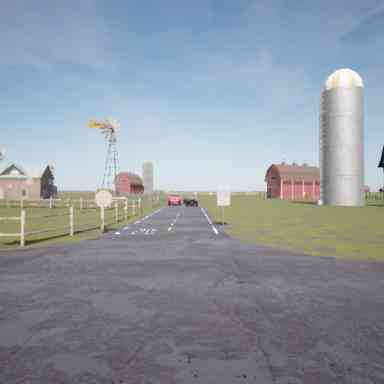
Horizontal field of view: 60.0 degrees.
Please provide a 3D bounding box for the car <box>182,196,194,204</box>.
[{"bbox_3d":[-0.735,1.498,64.102,1.882,1.535,5.008,0,0,-6],"label":"car"}]

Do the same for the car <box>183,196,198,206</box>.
[{"bbox_3d":[-0.068,1.504,53.992,1.882,1.535,5.008,0,0,-2],"label":"car"}]

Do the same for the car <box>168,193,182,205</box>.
[{"bbox_3d":[-3.006,1.245,58.060,2.150,2.045,5.566,0,0,-2],"label":"car"}]
